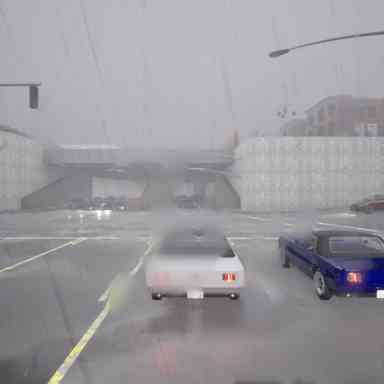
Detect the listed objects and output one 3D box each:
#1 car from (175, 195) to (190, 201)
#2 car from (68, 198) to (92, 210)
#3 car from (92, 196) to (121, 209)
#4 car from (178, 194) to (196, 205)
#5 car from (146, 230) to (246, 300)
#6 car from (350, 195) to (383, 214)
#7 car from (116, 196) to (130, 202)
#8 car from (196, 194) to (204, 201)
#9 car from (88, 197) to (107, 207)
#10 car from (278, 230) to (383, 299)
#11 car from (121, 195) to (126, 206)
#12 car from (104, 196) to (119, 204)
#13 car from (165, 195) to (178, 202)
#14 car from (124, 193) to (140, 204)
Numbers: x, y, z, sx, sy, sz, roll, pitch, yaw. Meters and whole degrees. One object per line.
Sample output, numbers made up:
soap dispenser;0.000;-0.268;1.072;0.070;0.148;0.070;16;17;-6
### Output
car;-2.368;1.478;85.429;1.882;1.535;5.008;0;0;24
car;-14.741;1.525;43.657;1.812;1.442;4.674;0;0;-2
car;-11.255;1.492;44.156;2.128;1.511;4.902;0;0;-1
car;-0.868;1.491;56.604;2.128;1.511;4.902;0;0;-1
car;0.084;1.601;8.351;1.895;1.301;4.718;0;0;0
car;15.822;0.973;28.456;4.181;1.385;1.994;-7;0;0
car;-15.314;1.539;73.800;2.033;1.411;5.357;0;0;-1
car;1.433;1.355;85.463;2.097;1.767;4.553;0;0;28
car;-14.970;1.525;53.112;1.812;1.442;4.674;0;0;-1
car;3.584;1.601;8.360;1.895;1.301;4.718;0;0;0
car;-11.495;1.547;54.160;2.033;1.411;5.357;0;0;-1
car;-15.172;1.525;63.142;1.812;1.442;4.674;0;0;-1
car;-4.725;1.355;75.563;2.097;1.767;4.553;0;0;6
car;-11.700;1.221;64.870;2.150;2.045;5.566;0;0;-1
